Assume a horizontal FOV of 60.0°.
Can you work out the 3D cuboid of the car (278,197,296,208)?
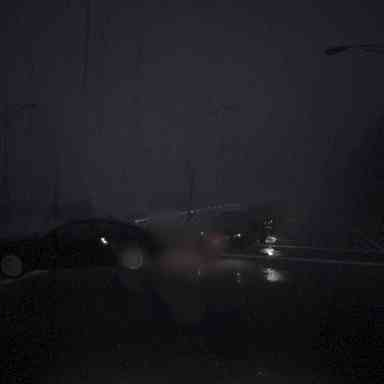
[{"bbox_3d":[13.656,1.469,47.619,2.128,1.511,4.902,0,0,19],"label":"car"}]

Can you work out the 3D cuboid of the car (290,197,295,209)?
[{"bbox_3d":[9.877,1.545,36.495,1.994,1.385,4.181,0,0,19],"label":"car"}]

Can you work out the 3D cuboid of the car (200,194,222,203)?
[{"bbox_3d":[3.556,1.203,62.923,3.806,1.475,1.970,0,0,19],"label":"car"}]

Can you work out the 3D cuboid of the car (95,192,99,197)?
[{"bbox_3d":[-21.692,1.299,68.001,3.806,1.475,1.970,0,0,19],"label":"car"}]

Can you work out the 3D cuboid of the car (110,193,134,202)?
[{"bbox_3d":[-13.651,1.047,65.308,4.605,1.855,1.932,0,0,19],"label":"car"}]

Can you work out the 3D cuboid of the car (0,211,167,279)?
[{"bbox_3d":[-3.261,1.475,9.843,5.008,1.535,1.882,0,0,-15],"label":"car"}]

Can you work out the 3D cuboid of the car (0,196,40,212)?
[{"bbox_3d":[-15.041,1.356,29.404,3.806,1.475,1.970,0,0,19],"label":"car"}]

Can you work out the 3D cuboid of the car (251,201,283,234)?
[{"bbox_3d":[4.010,1.490,19.260,1.837,1.490,4.892,0,0,19],"label":"car"}]

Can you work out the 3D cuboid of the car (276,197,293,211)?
[{"bbox_3d":[11.762,1.484,42.047,1.837,1.490,4.892,0,0,19],"label":"car"}]

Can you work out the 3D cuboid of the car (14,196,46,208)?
[{"bbox_3d":[-21.589,1.274,44.296,3.633,1.501,1.845,0,0,19],"label":"car"}]

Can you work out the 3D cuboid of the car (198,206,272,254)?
[{"bbox_3d":[1.851,1.514,13.856,1.812,1.442,4.674,0,0,25],"label":"car"}]

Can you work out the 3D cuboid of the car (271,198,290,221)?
[{"bbox_3d":[5.934,1.475,24.902,2.128,1.511,4.902,0,0,19],"label":"car"}]

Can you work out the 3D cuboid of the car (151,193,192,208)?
[{"bbox_3d":[-2.864,1.075,41.745,4.605,1.855,1.932,0,0,19],"label":"car"}]

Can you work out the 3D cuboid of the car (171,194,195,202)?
[{"bbox_3d":[-1.939,1.259,68.659,4.514,1.523,2.007,0,0,19],"label":"car"}]

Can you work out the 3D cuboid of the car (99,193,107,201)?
[{"bbox_3d":[-20.043,1.015,70.952,3.866,1.878,1.905,0,0,19],"label":"car"}]

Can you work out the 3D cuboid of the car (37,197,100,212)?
[{"bbox_3d":[-8.974,1.356,24.194,3.633,1.501,1.845,0,0,19],"label":"car"}]

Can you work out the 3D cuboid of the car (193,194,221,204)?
[{"bbox_3d":[1.798,1.127,56.743,5.027,1.636,2.152,0,0,19],"label":"car"}]

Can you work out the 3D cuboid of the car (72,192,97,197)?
[{"bbox_3d":[-18.333,1.250,53.743,4.514,1.523,2.007,0,0,19],"label":"car"}]

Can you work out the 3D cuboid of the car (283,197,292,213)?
[{"bbox_3d":[7.824,1.487,30.461,1.837,1.490,4.892,0,0,19],"label":"car"}]
